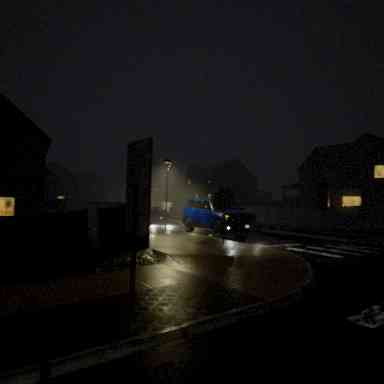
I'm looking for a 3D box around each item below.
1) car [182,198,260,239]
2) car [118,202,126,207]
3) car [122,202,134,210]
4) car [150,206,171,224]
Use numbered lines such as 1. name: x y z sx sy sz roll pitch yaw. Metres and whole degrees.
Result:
1. car: 1.386 1.347 18.440 2.150 2.045 5.566 3 -2 -28
2. car: -7.839 2.024 37.950 2.033 1.411 5.357 3 -2 -21
3. car: -11.430 2.486 58.753 1.895 1.301 4.718 2 -1 -13
4. car: -3.185 1.857 27.355 1.994 1.385 4.181 3 -2 -24
